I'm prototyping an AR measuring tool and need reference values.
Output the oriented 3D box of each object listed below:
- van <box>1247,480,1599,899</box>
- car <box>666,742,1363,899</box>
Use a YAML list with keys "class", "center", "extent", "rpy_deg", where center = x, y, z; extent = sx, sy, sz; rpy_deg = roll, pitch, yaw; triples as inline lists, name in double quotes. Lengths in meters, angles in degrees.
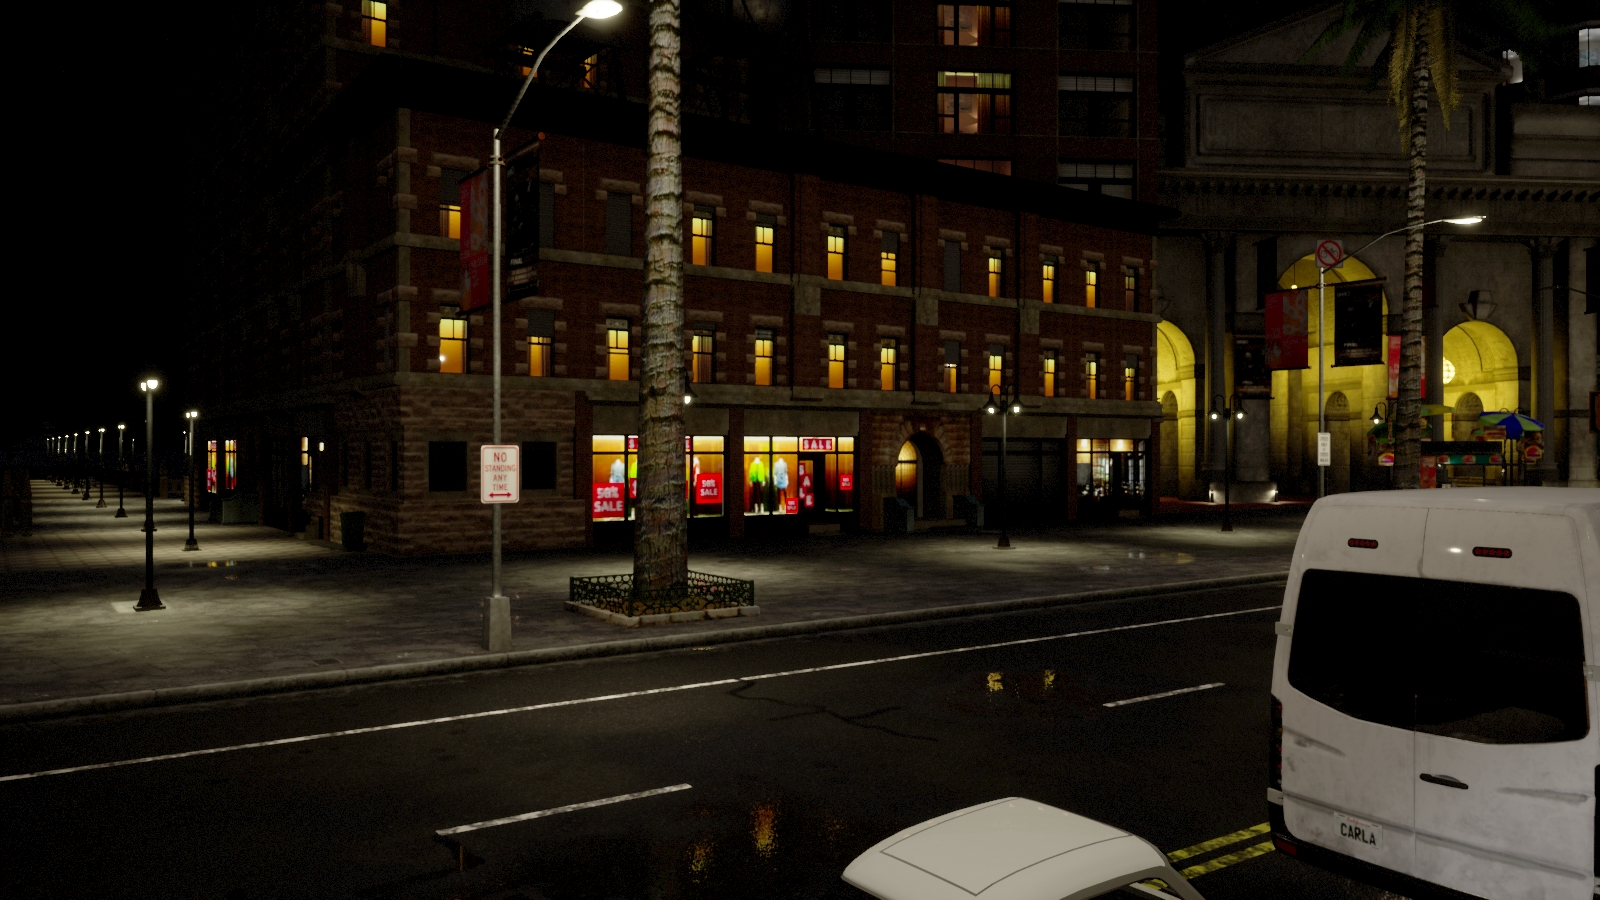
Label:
- class: "van"
  center: [5.722, 1.534, 7.821]
  extent: [5.915, 2.561, 1.988]
  rpy_deg: [0, 0, -35]
- class: "car"
  center: [0.827, 2.120, 4.347]
  extent: [2.207, 1.376, 1.481]
  rpy_deg: [0, 0, -35]
